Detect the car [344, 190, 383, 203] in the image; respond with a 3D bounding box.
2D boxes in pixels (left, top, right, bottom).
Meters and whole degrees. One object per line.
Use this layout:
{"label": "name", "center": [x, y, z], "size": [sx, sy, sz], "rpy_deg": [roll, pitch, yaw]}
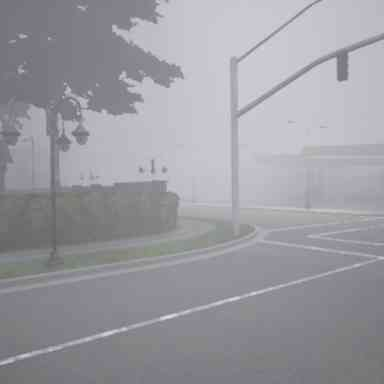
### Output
{"label": "car", "center": [22.740, 0.578, 44.418], "size": [2.242, 1.667, 4.611], "rpy_deg": [-1, 1, -35]}
